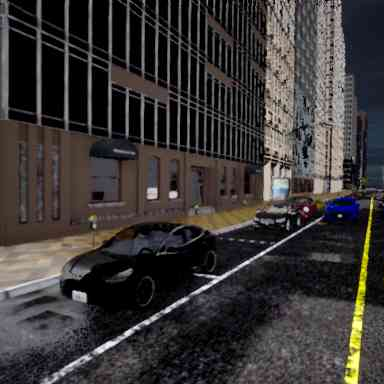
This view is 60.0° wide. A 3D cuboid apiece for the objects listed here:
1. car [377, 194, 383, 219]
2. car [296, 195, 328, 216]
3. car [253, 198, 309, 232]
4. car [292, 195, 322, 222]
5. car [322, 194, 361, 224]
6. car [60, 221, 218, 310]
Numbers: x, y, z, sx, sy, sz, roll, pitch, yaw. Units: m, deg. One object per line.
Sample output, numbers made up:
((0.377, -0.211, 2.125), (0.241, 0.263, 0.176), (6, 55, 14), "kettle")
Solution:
((14.844, 1.149, 24.240), (2.128, 1.511, 4.902), (1, 1, 29), "car")
((9.902, 1.060, 27.251), (1.752, 1.417, 4.829), (1, 1, 29), "car")
((4.557, 1.226, 17.493), (2.008, 1.369, 4.403), (1, 1, 29), "car")
((7.272, 1.044, 22.445), (1.967, 1.590, 4.097), (1, 1, 29), "car")
((10.053, 1.122, 22.090), (1.882, 1.535, 5.008), (1, 1, 29), "car")
((-0.870, 1.386, 7.586), (1.947, 1.339, 4.313), (1, 1, 29), "car")
